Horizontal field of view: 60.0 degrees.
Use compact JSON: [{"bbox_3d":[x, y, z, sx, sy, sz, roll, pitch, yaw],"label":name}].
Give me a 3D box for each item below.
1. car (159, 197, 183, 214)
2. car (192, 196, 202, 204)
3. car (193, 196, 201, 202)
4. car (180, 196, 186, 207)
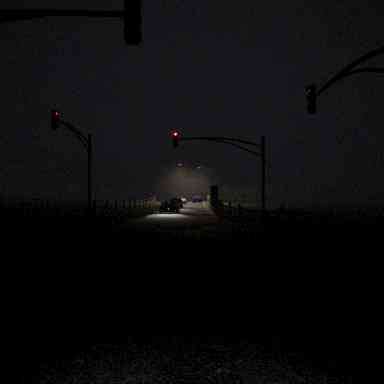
[{"bbox_3d":[-2.370,1.571,35.961,1.994,1.385,4.181,0,0,1],"label":"car"},{"bbox_3d":[1.059,1.495,65.883,1.882,1.535,5.008,0,0,1],"label":"car"},{"bbox_3d":[1.124,1.617,75.917,1.895,1.301,4.718,0,0,1],"label":"car"},{"bbox_3d":[-2.214,1.536,45.976,1.812,1.442,4.674,0,0,1],"label":"car"}]
